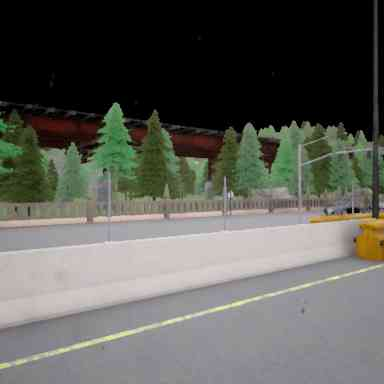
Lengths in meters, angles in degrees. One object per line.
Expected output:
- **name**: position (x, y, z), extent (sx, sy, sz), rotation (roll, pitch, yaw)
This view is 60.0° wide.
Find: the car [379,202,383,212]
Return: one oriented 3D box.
- **car**: position (16.414, 1.558, 28.474), extent (4.674, 1.442, 1.812), rotation (0, 0, -35)
